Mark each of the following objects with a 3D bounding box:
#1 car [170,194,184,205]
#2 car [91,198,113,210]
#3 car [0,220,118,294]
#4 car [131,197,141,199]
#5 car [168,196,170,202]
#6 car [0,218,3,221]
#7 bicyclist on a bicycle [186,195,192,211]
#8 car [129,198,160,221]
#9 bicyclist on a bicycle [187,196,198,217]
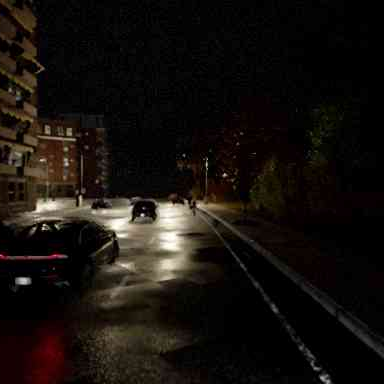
[{"bbox_3d":[-2.441,1.373,57.371,1.882,1.535,5.008,0,0,-5],"label":"car"},{"bbox_3d":[-11.232,1.484,41.921,2.033,1.411,5.357,0,0,-3],"label":"car"},{"bbox_3d":[-3.249,1.479,8.773,2.128,1.511,4.902,0,0,-1],"label":"car"},{"bbox_3d":[-8.618,1.462,51.465,2.033,1.411,5.357,0,0,-4],"label":"car"},{"bbox_3d":[-4.143,1.214,74.242,2.097,1.767,4.553,0,0,-6],"label":"car"},{"bbox_3d":[-6.701,1.341,8.805,2.097,1.767,4.553,0,0,-1],"label":"car"},{"bbox_3d":[-0.326,1.302,39.330,0.659,1.776,1.843,0,0,-3],"label":"bicyclist on a bicycle"},{"bbox_3d":[-3.762,1.461,27.053,1.837,1.490,4.892,0,0,-2],"label":"car"},{"bbox_3d":[0.186,1.385,29.989,0.866,1.612,1.509,0,0,-3],"label":"bicyclist on a bicycle"}]
